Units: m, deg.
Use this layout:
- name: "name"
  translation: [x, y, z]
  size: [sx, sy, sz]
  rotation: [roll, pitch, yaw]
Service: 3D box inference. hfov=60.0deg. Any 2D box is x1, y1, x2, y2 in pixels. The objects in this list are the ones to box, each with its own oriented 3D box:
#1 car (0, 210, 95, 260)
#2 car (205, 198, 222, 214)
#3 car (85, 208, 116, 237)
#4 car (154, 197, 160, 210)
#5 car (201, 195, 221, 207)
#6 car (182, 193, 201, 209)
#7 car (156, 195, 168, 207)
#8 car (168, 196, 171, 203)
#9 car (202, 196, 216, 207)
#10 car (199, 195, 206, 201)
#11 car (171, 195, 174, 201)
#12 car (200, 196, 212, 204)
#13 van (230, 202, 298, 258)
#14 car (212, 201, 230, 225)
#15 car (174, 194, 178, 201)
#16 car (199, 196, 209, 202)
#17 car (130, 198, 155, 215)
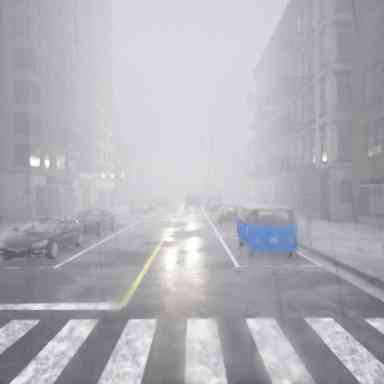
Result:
- name: "car"
  translation: [-5.390, 1.586, 12.458]
  size: [2.008, 1.369, 4.403]
  rotation: [0, 0, 0]
- name: "car"
  translation: [2.643, 1.576, 35.190]
  size: [1.802, 1.307, 4.206]
  rotation: [0, 0, 0]
- name: "car"
  translation: [-5.388, 1.584, 18.140]
  size: [1.887, 1.381, 4.507]
  rotation: [0, 0, 0]
- name: "car"
  translation: [-5.381, 1.613, 40.868]
  size: [1.947, 1.339, 4.313]
  rotation: [0, 0, 0]
- name: "car"
  translation: [2.643, 1.309, 40.871]
  size: [2.192, 1.841, 5.009]
  rotation: [0, 0, 0]
- name: "car"
  translation: [0.110, 1.232, 45.781]
  size: [2.150, 2.045, 5.566]
  rotation: [0, 0, 0]
- name: "car"
  translation: [-5.377, 1.613, 52.231]
  size: [1.947, 1.339, 4.313]
  rotation: [0, 0, 0]
- name: "car"
  translation: [-5.377, 1.362, 57.913]
  size: [2.192, 1.841, 5.009]
  rotation: [0, 0, 0]
- name: "car"
  translation: [2.647, 1.434, 52.234]
  size: [1.967, 1.590, 4.097]
  rotation: [0, 0, 0]
- name: "car"
  translation: [2.658, 1.517, 86.491]
  size: [1.752, 1.417, 4.829]
  rotation: [0, 0, 0]
- name: "car"
  translation: [-5.373, 1.487, 69.277]
  size: [1.967, 1.590, 4.097]
  rotation: [0, 0, 0]
- name: "car"
  translation: [2.651, 1.544, 63.596]
  size: [2.008, 1.369, 4.403]
  rotation: [0, 0, 0]
- name: "van"
  translation: [2.633, 1.323, 12.465]
  size: [1.690, 1.788, 3.998]
  rotation: [0, 0, 0]
- name: "car"
  translation: [2.639, 1.572, 23.827]
  size: [1.802, 1.307, 4.206]
  rotation: [0, 0, 0]
- name: "car"
  translation: [-5.367, 1.627, 86.322]
  size: [1.802, 1.307, 4.206]
  rotation: [0, 0, 0]
- name: "car"
  translation: [2.655, 1.559, 74.959]
  size: [1.947, 1.339, 4.313]
  rotation: [0, 0, 0]
- name: "car"
  translation: [-5.383, 1.572, 35.016]
  size: [1.752, 1.417, 4.829]
  rotation: [0, 0, 0]
